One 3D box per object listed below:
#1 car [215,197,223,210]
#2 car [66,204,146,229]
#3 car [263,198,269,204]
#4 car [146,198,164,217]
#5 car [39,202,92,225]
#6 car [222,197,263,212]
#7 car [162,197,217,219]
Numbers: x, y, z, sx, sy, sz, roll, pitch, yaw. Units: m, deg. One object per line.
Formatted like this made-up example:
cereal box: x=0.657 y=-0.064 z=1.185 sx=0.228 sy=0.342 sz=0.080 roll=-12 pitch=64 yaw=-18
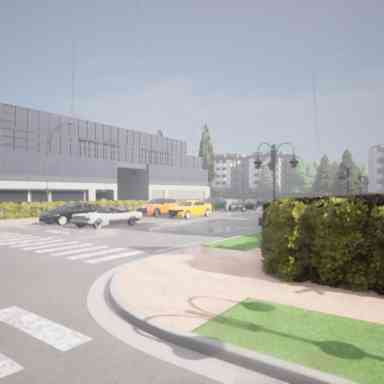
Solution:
car: x=2.450 y=1.364 z=39.386 sx=2.097 sy=1.767 sz=4.553 roll=0 pitch=0 yaw=35
car: x=-5.540 y=1.613 z=21.951 sx=1.895 sy=1.301 sz=4.718 roll=0 pitch=0 yaw=34
car: x=10.661 y=1.612 z=51.542 sx=1.895 sy=1.301 sz=4.718 roll=0 pitch=0 yaw=28
car: x=-3.159 y=1.364 z=31.435 sx=2.097 sy=1.767 sz=4.553 roll=0 pitch=0 yaw=35
car: x=-8.483 y=1.516 z=24.000 sx=1.837 sy=1.490 sz=4.892 roll=0 pitch=0 yaw=37
car: x=5.873 y=1.505 z=38.167 sx=2.128 sy=1.511 sz=4.902 roll=0 pitch=0 yaw=35
car: x=-0.145 y=1.490 z=29.637 sx=1.882 sy=1.535 sz=5.008 roll=0 pitch=0 yaw=35
